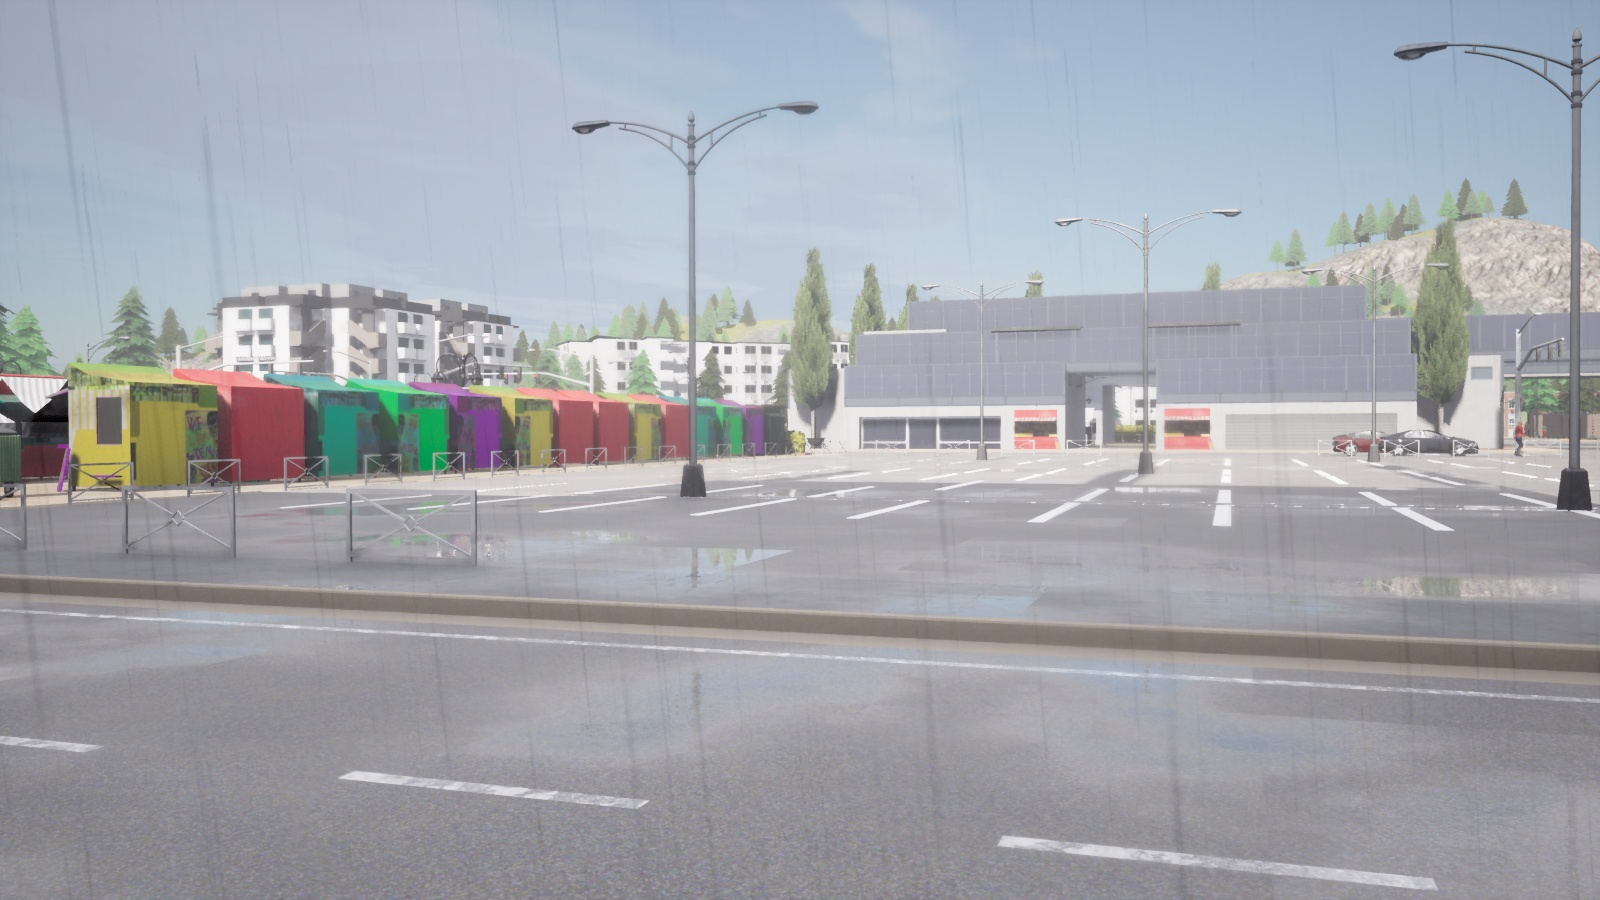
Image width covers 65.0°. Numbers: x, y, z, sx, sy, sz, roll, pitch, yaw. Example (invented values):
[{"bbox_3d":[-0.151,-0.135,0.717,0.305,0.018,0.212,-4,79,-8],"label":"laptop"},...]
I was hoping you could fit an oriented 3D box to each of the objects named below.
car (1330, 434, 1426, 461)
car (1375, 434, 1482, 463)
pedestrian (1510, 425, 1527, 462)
[{"bbox_3d":[32.991,-0.145,71.838,4.792,1.488,2.163,1,1,20],"label":"car"},{"bbox_3d":[33.860,-0.120,67.801,4.902,1.511,2.128,1,1,20],"label":"car"},{"bbox_3d":[35.862,-0.328,62.673,0.636,1.846,0.331,0,1,-3],"label":"pedestrian"}]
